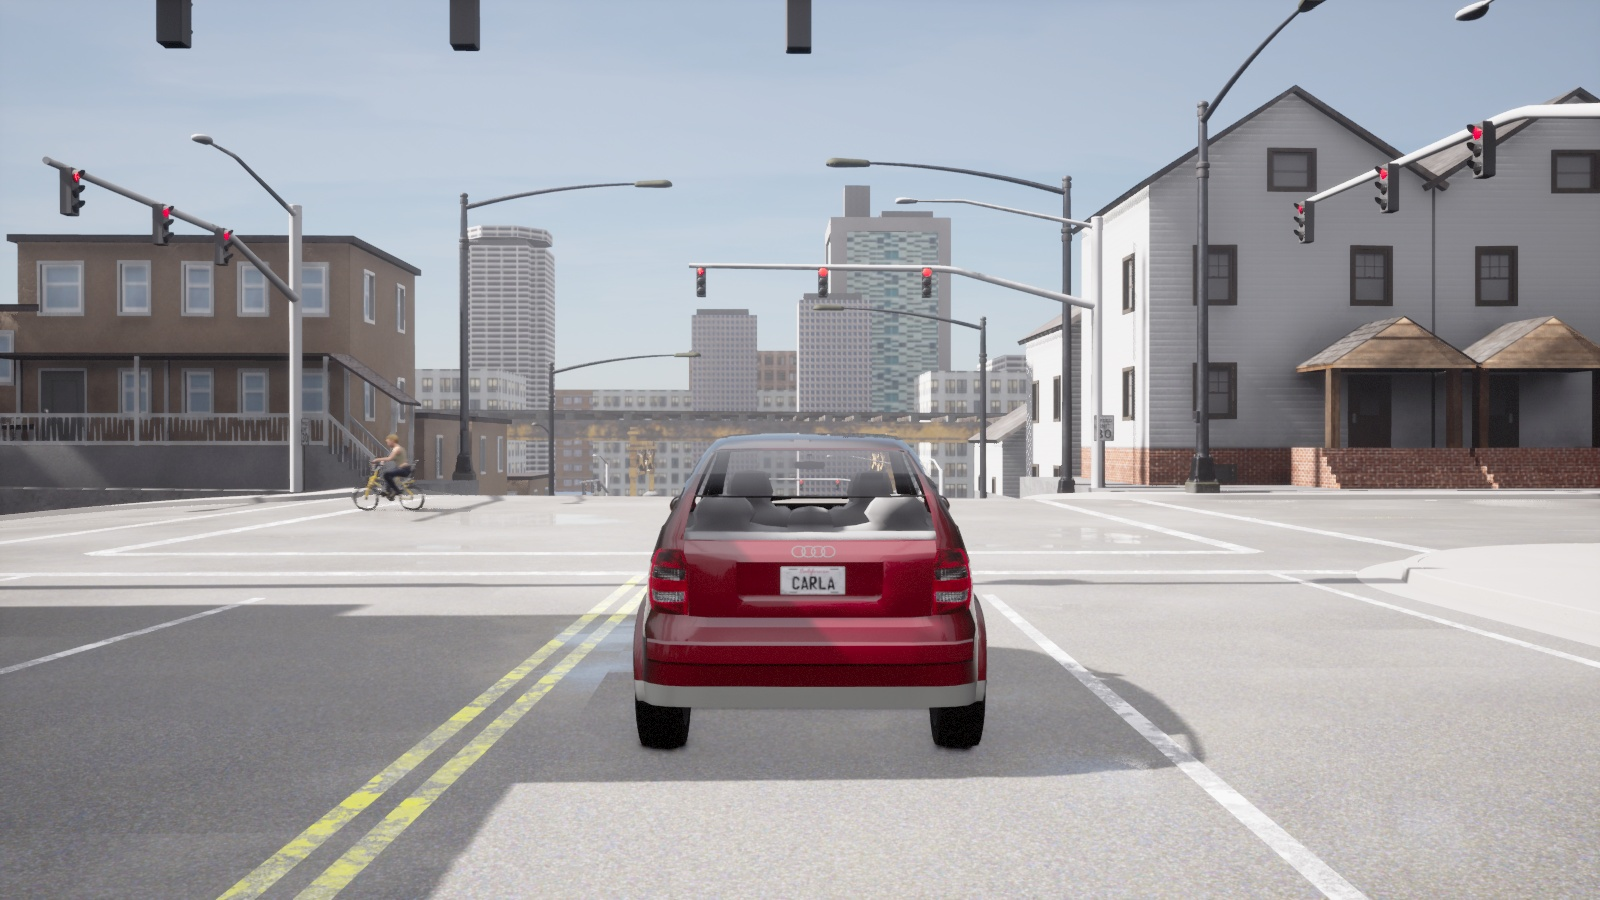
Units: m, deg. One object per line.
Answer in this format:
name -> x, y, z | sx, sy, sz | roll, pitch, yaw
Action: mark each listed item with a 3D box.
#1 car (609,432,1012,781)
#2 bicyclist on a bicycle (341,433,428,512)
car -> 0.056, 0.683, 7.431 | 1.789, 1.549, 3.705 | 0, 0, 0
bicyclist on a bicycle -> -8.668, 0.459, 26.244 | 1.509, 1.612, 0.866 | 0, 1, 0
